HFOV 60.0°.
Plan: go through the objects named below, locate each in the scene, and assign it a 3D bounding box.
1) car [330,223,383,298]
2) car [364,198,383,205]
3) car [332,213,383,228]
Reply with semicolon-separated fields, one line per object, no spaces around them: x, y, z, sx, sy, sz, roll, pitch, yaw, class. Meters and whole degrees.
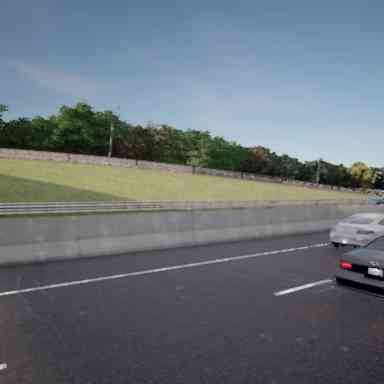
5.546;1.570;7.775;5.357;1.411;2.033;0;0;-35;car
27.866;1.649;50.118;5.008;1.535;1.882;0;0;-36;car
7.403;1.562;13.359;4.674;1.442;1.812;0;0;-35;car
